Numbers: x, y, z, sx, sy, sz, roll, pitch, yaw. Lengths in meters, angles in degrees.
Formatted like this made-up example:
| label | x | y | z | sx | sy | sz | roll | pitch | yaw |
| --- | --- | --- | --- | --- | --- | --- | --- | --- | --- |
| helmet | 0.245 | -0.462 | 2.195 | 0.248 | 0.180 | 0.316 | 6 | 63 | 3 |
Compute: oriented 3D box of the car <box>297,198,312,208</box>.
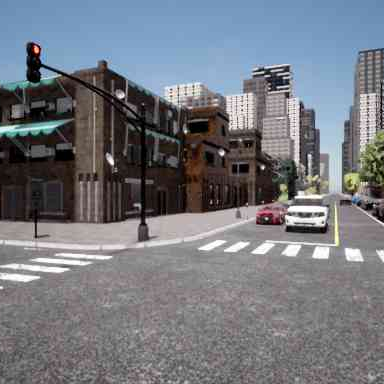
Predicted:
| label | x | y | z | sx | sy | sz | roll | pitch | yaw |
| --- | --- | --- | --- | --- | --- | --- | --- | --- | --- |
| car | 16.876 | 1.618 | 49.648 | 1.802 | 1.307 | 4.206 | 0 | 0 | 23 |

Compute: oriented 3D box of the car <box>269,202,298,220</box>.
| label | x | y | z | sx | sy | sz | roll | pitch | yaw |
| --- | --- | --- | --- | --- | --- | --- | --- | --- | --- |
| car | 8.142 | 1.579 | 29.345 | 1.947 | 1.339 | 4.313 | 0 | 0 | 23 |

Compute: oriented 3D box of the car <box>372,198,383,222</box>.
| label | x | y | z | sx | sy | sz | roll | pitch | yaw |
| --- | --- | --- | --- | --- | --- | --- | --- | --- | --- |
| car | 15.841 | 1.329 | 26.034 | 2.192 | 1.841 | 5.009 | 0 | 0 | 23 |

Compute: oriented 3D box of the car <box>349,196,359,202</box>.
| label | x | y | z | sx | sy | sz | roll | pitch | yaw |
| --- | --- | --- | --- | --- | --- | --- | --- | --- | --- |
| car | 39.858 | 1.676 | 81.866 | 1.947 | 1.339 | 4.313 | 0 | 0 | 23 |

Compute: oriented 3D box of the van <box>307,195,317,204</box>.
| label | x | y | z | sx | sy | sz | roll | pitch | yaw |
| --- | --- | --- | --- | --- | --- | --- | --- | --- | --- |
| van | 23.426 | 1.404 | 64.875 | 1.690 | 1.788 | 3.998 | 0 | 0 | 23 |

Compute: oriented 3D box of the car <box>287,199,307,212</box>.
| label | x | y | z | sx | sy | sz | roll | pitch | yaw |
| --- | --- | --- | --- | --- | --- | --- | --- | --- | --- |
| car | 12.442 | 1.548 | 39.341 | 1.752 | 1.417 | 4.829 | 0 | 0 | 23 |

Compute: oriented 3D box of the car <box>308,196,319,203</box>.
| label | x | y | z | sx | sy | sz | roll | pitch | yaw |
| --- | --- | --- | --- | --- | --- | --- | --- | --- | --- |
| car | 25.609 | 1.625 | 69.951 | 2.008 | 1.369 | 4.403 | 0 | 0 | 23 |

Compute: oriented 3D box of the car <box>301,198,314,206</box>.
| label | x | y | z | sx | sy | sz | roll | pitch | yaw |
| --- | --- | --- | --- | --- | --- | --- | --- | --- | --- |
| car | 19.059 | 1.626 | 54.723 | 1.802 | 1.307 | 4.206 | 0 | 0 | 23 |

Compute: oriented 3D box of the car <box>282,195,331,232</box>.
| label | x | y | z | sx | sy | sz | roll | pitch | yaw |
| --- | --- | --- | --- | --- | --- | --- | --- | --- | --- |
| car | 7.189 | 1.229 | 20.541 | 2.150 | 2.045 | 5.566 | 0 | 0 | 23 |

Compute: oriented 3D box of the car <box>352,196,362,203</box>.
| label | x | y | z | sx | sy | sz | roll | pitch | yaw |
| --- | --- | --- | --- | --- | --- | --- | --- | --- | --- |
| car | 35.558 | 1.612 | 71.870 | 1.752 | 1.417 | 4.829 | 0 | 0 | 23 |

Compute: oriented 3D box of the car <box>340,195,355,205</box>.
| label | x | y | z | sx | sy | sz | roll | pitch | yaw |
| --- | --- | --- | --- | --- | --- | --- | --- | --- | --- |
| car | 27.193 | 1.548 | 58.973 | 2.128 | 1.511 | 4.902 | 0 | 0 | 23 |

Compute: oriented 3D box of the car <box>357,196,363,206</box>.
| label | x | y | z | sx | sy | sz | roll | pitch | yaw |
| --- | --- | --- | --- | --- | --- | --- | --- | --- | --- |
| car | 24.574 | 1.588 | 46.337 | 2.008 | 1.369 | 4.403 | 0 | 0 | 23 |

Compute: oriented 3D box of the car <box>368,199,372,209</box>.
| label | x | y | z | sx | sy | sz | roll | pitch | yaw |
| --- | --- | --- | --- | --- | --- | --- | --- | --- | --- |
| car | 18.024 | 1.584 | 31.110 | 1.947 | 1.339 | 4.313 | 0 | 0 | 23 |

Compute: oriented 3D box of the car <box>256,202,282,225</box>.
| label | x | y | z | sx | sy | sz | roll | pitch | yaw |
| --- | --- | --- | --- | --- | --- | --- | --- | --- | --- |
| car | 5.879 | 1.553 | 24.308 | 1.887 | 1.381 | 4.507 | 0 | 0 | 23 |

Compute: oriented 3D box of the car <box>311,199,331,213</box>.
| label | x | y | z | sx | sy | sz | roll | pitch | yaw |
| --- | --- | --- | --- | --- | --- | --- | --- | --- | --- |
| car | 15.323 | 1.572 | 39.232 | 2.033 | 1.411 | 5.357 | 0 | 0 | 23 |

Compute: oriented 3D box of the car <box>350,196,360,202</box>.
| label | x | y | z | sx | sy | sz | roll | pitch | yaw |
| --- | --- | --- | --- | --- | --- | --- | --- | --- | --- |
| car | 37.674 | 1.680 | 76.789 | 1.802 | 1.307 | 4.206 | 0 | 0 | 23 |

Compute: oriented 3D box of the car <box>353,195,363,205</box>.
| label | x | y | z | sx | sy | sz | roll | pitch | yaw |
| --- | --- | --- | --- | --- | --- | --- | --- | --- | --- |
| car | 28.940 | 1.636 | 56.487 | 1.802 | 1.307 | 4.206 | 0 | 0 | 23 |

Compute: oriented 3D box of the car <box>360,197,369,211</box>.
| label | x | y | z | sx | sy | sz | roll | pitch | yaw |
| --- | --- | --- | --- | --- | --- | --- | --- | --- | --- |
| car | 22.391 | 1.596 | 41.261 | 1.947 | 1.339 | 4.313 | 0 | 0 | 23 |

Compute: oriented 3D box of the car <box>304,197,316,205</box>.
| label | x | y | z | sx | sy | sz | roll | pitch | yaw |
| --- | --- | --- | --- | --- | --- | --- | --- | --- | --- |
| car | 21.175 | 1.578 | 59.642 | 1.752 | 1.417 | 4.829 | 0 | 0 | 23 |

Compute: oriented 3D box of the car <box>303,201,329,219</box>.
| label | x | y | z | sx | sy | sz | roll | pitch | yaw |
| --- | --- | --- | --- | --- | --- | --- | --- | --- | --- |
| car | 11.178 | 1.579 | 29.767 | 1.994 | 1.385 | 4.181 | 0 | 0 | 24 |
